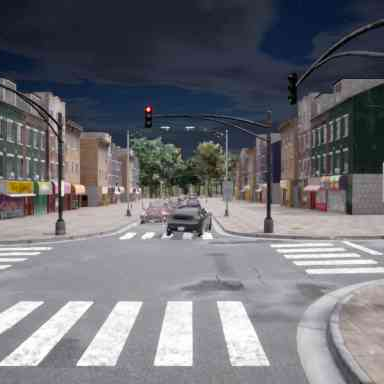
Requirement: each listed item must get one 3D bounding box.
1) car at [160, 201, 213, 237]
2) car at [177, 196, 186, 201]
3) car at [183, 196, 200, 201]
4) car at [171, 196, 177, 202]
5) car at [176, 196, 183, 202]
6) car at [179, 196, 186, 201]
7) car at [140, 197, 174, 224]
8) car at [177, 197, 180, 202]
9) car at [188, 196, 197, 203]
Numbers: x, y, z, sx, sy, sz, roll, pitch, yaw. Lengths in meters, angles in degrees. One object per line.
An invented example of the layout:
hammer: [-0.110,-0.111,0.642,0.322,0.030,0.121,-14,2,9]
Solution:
car: [-0.069,1.505,18.273,1.837,1.490,4.892,2,0,11]
car: [-2.648,1.650,84.340,1.947,1.339,4.313,-1,0,0]
car: [0.099,1.589,46.613,1.994,1.385,4.181,0,0,0]
car: [-2.648,1.448,29.992,1.967,1.590,4.097,-1,0,0]
car: [-2.648,1.569,46.296,1.887,1.381,4.507,-1,0,0]
car: [-2.648,1.677,89.775,1.802,1.307,4.206,-1,0,0]
car: [-2.648,1.444,24.558,1.967,1.590,4.097,-1,0,0]
car: [-2.647,1.578,35.427,1.947,1.339,4.313,-1,0,0]
car: [0.100,1.583,69.029,1.812,1.442,4.674,0,0,0]
